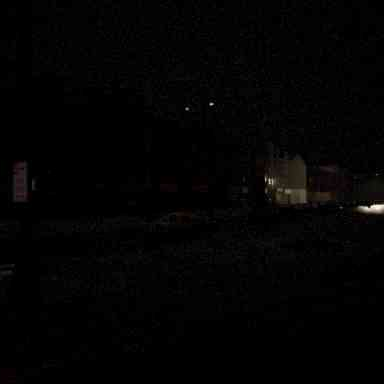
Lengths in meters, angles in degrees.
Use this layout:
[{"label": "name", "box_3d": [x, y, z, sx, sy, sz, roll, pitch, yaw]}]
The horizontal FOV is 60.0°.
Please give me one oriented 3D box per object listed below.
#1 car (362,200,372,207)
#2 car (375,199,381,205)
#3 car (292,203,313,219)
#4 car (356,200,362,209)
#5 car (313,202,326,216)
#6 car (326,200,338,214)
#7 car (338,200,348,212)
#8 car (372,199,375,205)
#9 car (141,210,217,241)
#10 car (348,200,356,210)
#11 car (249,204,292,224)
[{"label": "car", "box_3d": [31.932, 2.141, 62.712, 2.008, 1.369, 4.403, -1, -1, 35]}, {"label": "car", "box_3d": [44.924, 2.456, 81.080, 2.008, 1.369, 4.403, -2, -2, 35]}, {"label": "car", "box_3d": [9.190, 1.738, 30.563, 2.008, 1.369, 4.403, -1, -1, 35]}, {"label": "car", "box_3d": [25.433, 2.008, 53.526, 2.008, 1.369, 4.403, -1, -1, 35]}, {"label": "car", "box_3d": [12.439, 1.816, 35.155, 1.802, 1.307, 4.206, -1, -1, 35]}, {"label": "car", "box_3d": [15.687, 1.829, 39.748, 1.887, 1.381, 4.507, -1, -1, 35]}, {"label": "car", "box_3d": [18.935, 1.778, 44.342, 1.967, 1.590, 4.097, -1, -1, 35]}, {"label": "car", "box_3d": [35.179, 2.207, 67.304, 1.887, 1.381, 4.507, -1, -2, 35]}, {"label": "car", "box_3d": [-0.458, 1.593, 16.923, 1.752, 1.417, 4.829, -1, -1, 35]}, {"label": "car", "box_3d": [22.185, 1.947, 48.933, 2.008, 1.369, 4.403, -1, -1, 35]}, {"label": "car", "box_3d": [5.941, 1.709, 25.970, 1.947, 1.339, 4.313, -1, -1, 35]}]
